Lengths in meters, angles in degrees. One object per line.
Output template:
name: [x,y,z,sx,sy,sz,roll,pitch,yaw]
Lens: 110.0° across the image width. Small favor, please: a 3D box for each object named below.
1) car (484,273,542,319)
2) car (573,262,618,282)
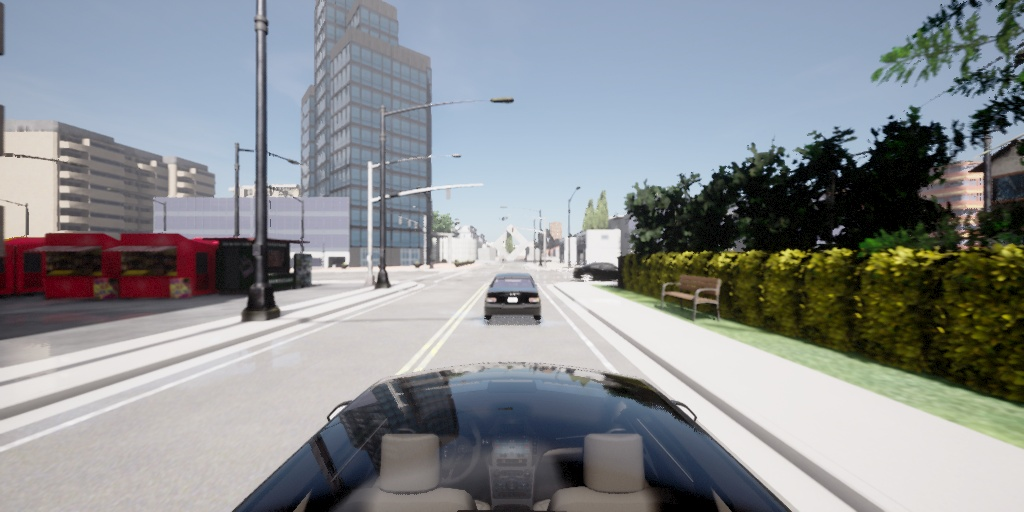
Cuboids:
car: [0.040,1.300,12.775,2.033,1.411,5.357,0,0,1]
car: [7.197,1.231,27.189,5.008,1.535,1.882,0,-2,10]
